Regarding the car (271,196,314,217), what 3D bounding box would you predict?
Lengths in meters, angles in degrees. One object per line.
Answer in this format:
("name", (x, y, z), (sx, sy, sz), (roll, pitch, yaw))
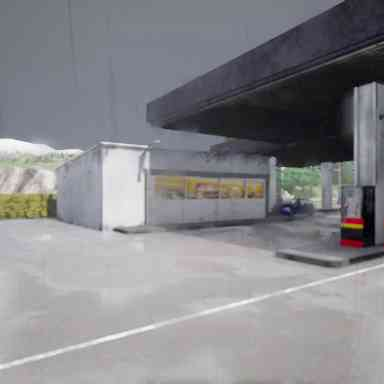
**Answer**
("car", (9.698, 1.485, 31.929), (4.611, 1.667, 2.242), (0, 0, -36))
